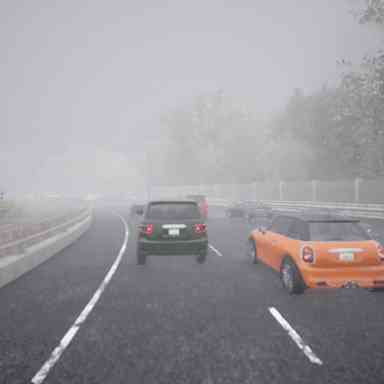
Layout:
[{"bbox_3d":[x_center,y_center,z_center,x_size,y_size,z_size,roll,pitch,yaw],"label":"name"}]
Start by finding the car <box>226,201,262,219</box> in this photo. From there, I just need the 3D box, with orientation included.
[{"bbox_3d":[4.310,1.442,25.707,2.128,1.511,4.902,0,0,-20],"label":"car"}]

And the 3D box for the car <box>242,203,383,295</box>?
[{"bbox_3d":[2.967,1.330,8.877,2.097,1.767,4.553,0,0,-5],"label":"car"}]

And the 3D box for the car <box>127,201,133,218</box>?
[{"bbox_3d":[-4.815,1.451,30.515,1.882,1.535,5.008,0,0,-16],"label":"car"}]

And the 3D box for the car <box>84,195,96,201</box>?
[{"bbox_3d":[-24.278,1.495,79.480,1.812,1.442,4.674,0,0,-33],"label":"car"}]

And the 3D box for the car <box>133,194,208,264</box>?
[{"bbox_3d":[-0.816,1.208,12.014,2.150,2.045,5.566,0,0,-7],"label":"car"}]

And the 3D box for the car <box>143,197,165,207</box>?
[{"bbox_3d":[-5.907,1.515,51.176,1.994,1.385,4.181,0,0,-29],"label":"car"}]

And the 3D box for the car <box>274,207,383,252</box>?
[{"bbox_3d":[5.843,1.507,15.193,2.033,1.411,5.357,0,0,-10],"label":"car"}]
